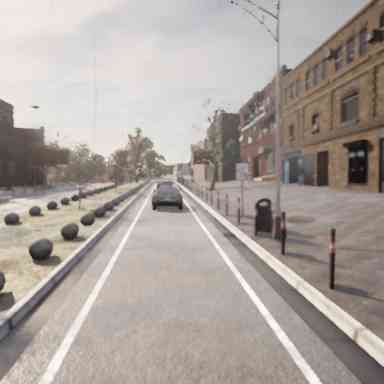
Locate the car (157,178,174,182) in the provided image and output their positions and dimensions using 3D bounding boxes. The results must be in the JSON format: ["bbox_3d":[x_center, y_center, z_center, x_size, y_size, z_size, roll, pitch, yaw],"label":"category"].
[{"bbox_3d":[-3.173,-0.897,39.962,2.128,1.511,4.902,-1,4,-5],"label":"car"}]

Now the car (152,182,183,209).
[{"bbox_3d":[-1.653,0.279,22.264,1.994,1.385,4.181,-1,4,-5],"label":"car"}]
